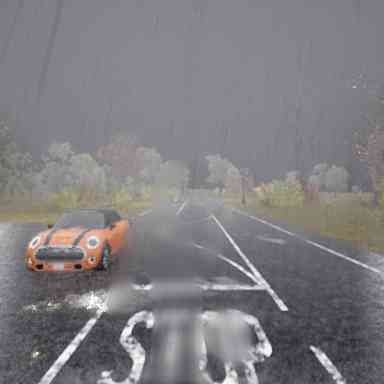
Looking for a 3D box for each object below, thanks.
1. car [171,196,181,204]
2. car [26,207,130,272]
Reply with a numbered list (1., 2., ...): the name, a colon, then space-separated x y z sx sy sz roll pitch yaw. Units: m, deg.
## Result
1. car: -3.149 1.504 65.683 2.128 1.511 4.902 0 0 0
2. car: -3.449 1.352 10.880 2.097 1.767 4.553 0 0 0
